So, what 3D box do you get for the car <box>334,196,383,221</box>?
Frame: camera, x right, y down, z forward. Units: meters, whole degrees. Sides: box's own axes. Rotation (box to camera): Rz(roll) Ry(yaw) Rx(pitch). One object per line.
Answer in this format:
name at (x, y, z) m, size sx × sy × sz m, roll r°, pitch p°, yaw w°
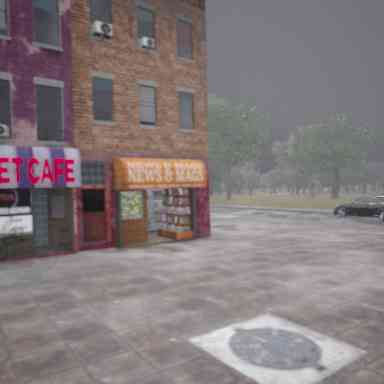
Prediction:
car at (12.876, 1.054, 24.490) m, size 2.097 × 1.767 × 4.553 m, roll -2°, pitch 2°, yaw -36°
